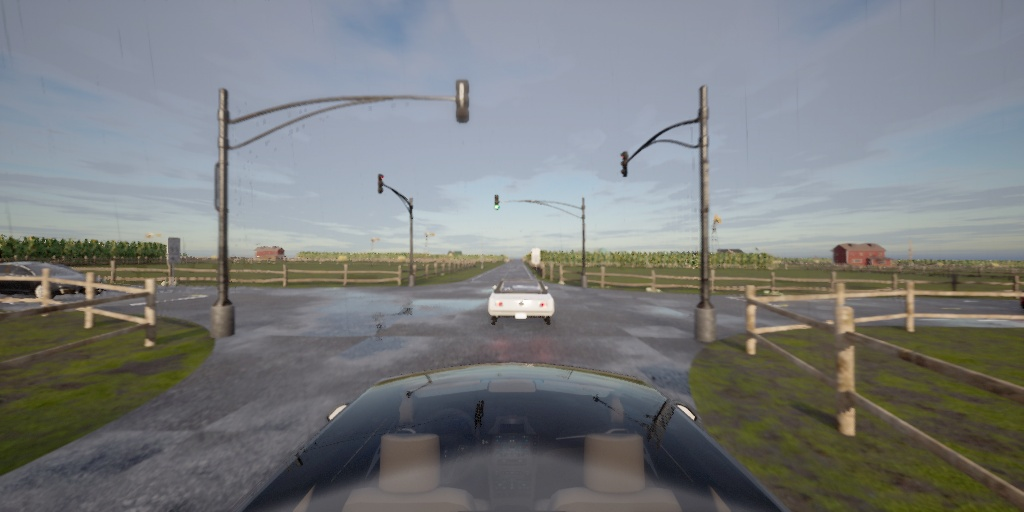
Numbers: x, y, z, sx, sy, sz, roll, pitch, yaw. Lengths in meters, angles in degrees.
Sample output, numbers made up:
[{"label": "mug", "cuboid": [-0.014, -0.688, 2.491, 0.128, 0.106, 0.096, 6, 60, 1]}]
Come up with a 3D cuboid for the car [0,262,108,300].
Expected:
[{"label": "car", "cuboid": [-20.184, 1.035, 15.215, 4.892, 1.490, 1.837, 1, 0, 1]}]

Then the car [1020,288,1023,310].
[{"label": "car", "cuboid": [23.996, 1.550, 14.511, 4.553, 1.767, 2.097, 1, 0, 1]}]

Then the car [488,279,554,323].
[{"label": "car", "cuboid": [0.287, 1.419, 12.278, 1.895, 1.301, 4.718, 1, -1, 1]}]
